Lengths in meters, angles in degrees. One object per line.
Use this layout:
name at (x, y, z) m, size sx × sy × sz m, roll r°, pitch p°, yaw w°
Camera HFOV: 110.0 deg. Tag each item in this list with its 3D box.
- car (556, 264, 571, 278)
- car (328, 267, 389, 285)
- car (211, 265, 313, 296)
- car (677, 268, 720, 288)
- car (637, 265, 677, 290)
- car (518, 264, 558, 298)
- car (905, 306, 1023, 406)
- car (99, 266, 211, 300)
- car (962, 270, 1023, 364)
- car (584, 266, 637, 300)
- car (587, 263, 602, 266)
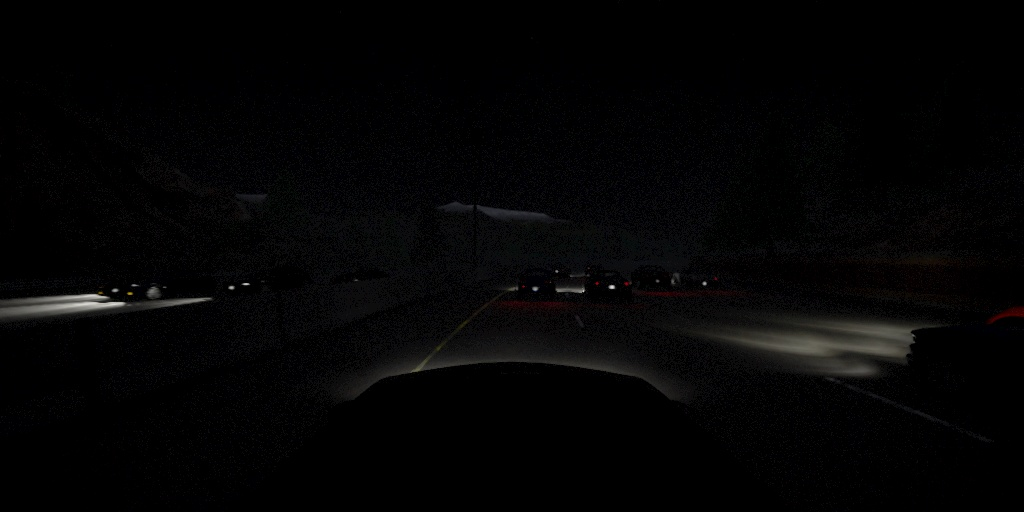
car at (4.842, 1.485, 36.715) m, size 1.994 × 1.385 × 4.181 m, roll 0°, pitch 0°, yaw 15°
car at (-9.057, 1.341, 21.612) m, size 1.994 × 1.385 × 4.181 m, roll 0°, pitch 0°, yaw 8°
car at (-12.899, 1.249, 19.262) m, size 1.837 × 1.490 × 4.892 m, roll 0°, pitch 0°, yaw 7°
car at (13.030, 1.526, 25.652) m, size 1.895 × 1.301 × 4.718 m, roll 0°, pitch 0°, yaw 11°
car at (9.208, 1.374, 24.093) m, size 1.882 × 1.535 × 5.008 m, roll 0°, pitch 0°, yaw 10°
car at (1.366, 1.354, 19.060) m, size 1.812 × 1.442 × 4.674 m, roll 0°, pitch 0°, yaw 7°
car at (7.194, 1.278, 3.602) m, size 1.882 × 1.535 × 5.008 m, roll 0°, pitch 0°, yaw 1°
car at (-16.641, 1.277, 17.193) m, size 1.994 × 1.385 × 4.181 m, roll 0°, pitch 0°, yaw 6°
car at (10.757, 1.182, 5.479) m, size 2.097 × 1.767 × 4.553 m, roll 0°, pitch 0°, yaw 2°
car at (4.817, 1.411, 18.405) m, size 1.994 × 1.385 × 4.181 m, roll 0°, pitch 0°, yaw 7°
car at (8.522, 1.436, 36.976) m, size 2.128 × 1.511 × 4.902 m, roll 0°, pitch 0°, yaw 15°
